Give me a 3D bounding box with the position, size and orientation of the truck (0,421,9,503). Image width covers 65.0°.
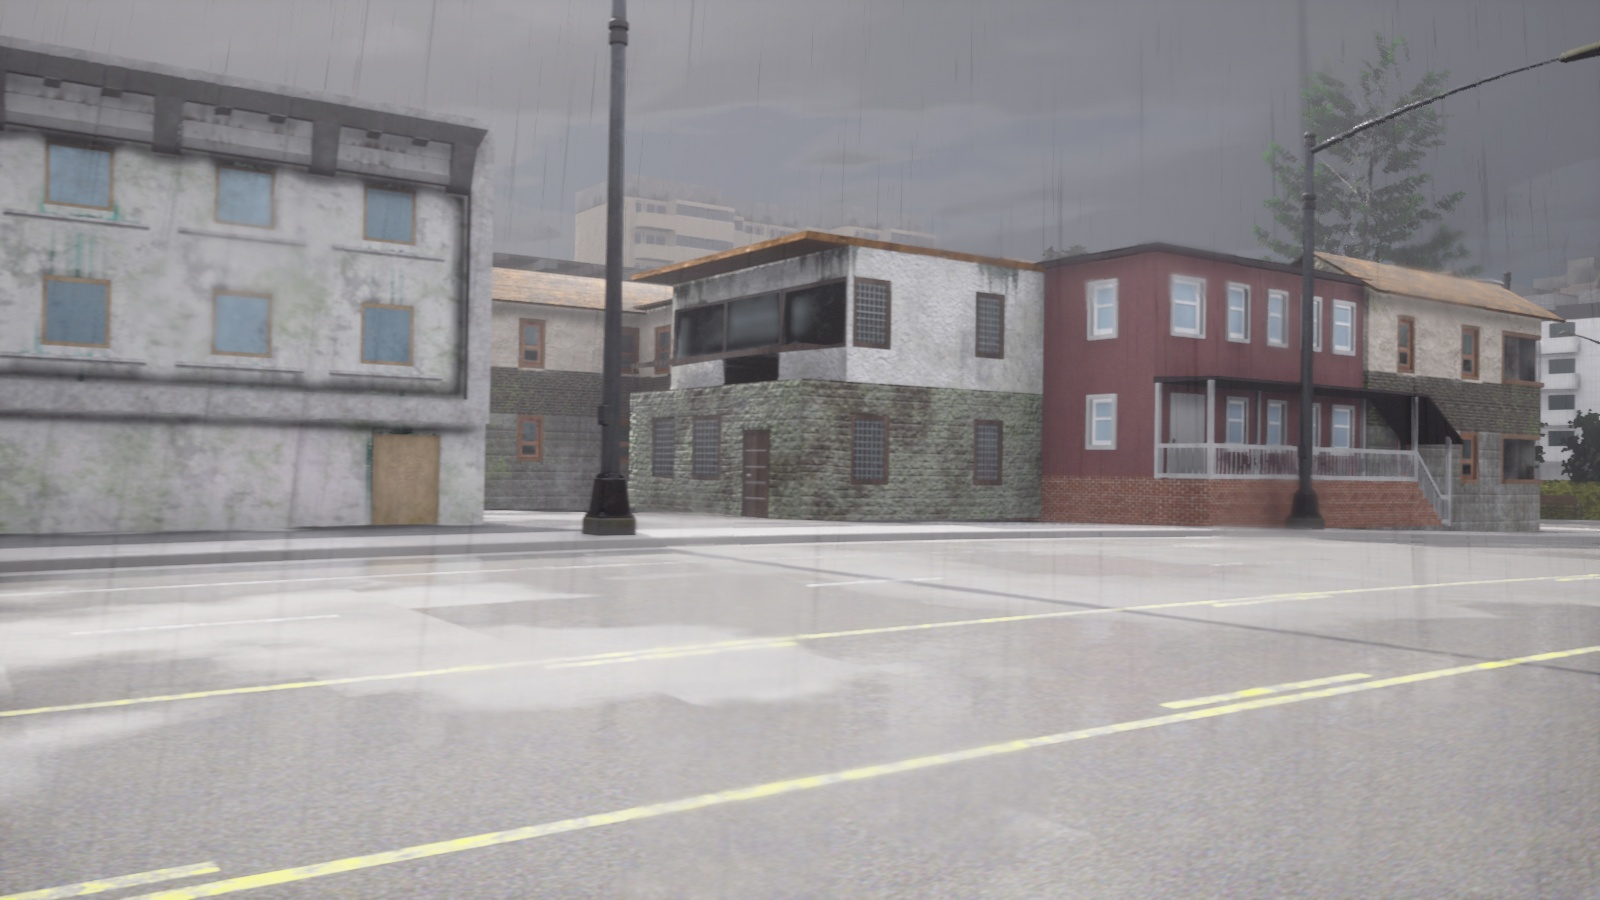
[{"bbox_3d":[-41.381,0.501,57.596,8.468,3.827,2.891,1,-1,-35],"label":"truck"}]
